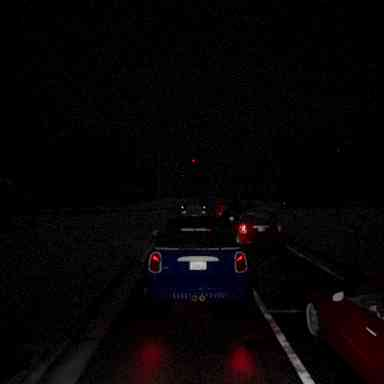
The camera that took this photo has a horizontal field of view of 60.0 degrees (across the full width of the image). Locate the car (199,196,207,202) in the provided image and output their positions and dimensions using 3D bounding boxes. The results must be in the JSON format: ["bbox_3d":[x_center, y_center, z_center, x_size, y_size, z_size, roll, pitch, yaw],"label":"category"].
[{"bbox_3d":[2.676,1.697,84.081,1.887,1.381,4.507,-1,0,0],"label":"car"}]

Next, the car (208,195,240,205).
[{"bbox_3d":[2.640,1.333,25.282,2.192,1.841,5.009,-1,0,0],"label":"car"}]

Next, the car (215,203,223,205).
[{"bbox_3d":[2.640,1.578,19.879,1.947,1.339,4.313,-1,0,0],"label":"car"}]

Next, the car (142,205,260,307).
[{"bbox_3d":[0.075,1.355,8.152,2.097,1.767,4.553,0,0,-1],"label":"car"}]

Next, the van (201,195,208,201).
[{"bbox_3d":[2.655,1.403,51.644,1.690,1.788,3.998,-1,0,0],"label":"van"}]

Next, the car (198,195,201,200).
[{"bbox_3d":[2.658,1.389,57.050,2.192,1.841,5.009,-1,0,0],"label":"car"}]

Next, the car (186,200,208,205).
[{"bbox_3d":[0.117,1.582,25.575,1.994,1.385,4.181,0,0,-1],"label":"car"}]

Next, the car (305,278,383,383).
[{"bbox_3d":[2.631,1.583,3.672,1.802,1.307,4.206,-1,0,0],"label":"car"}]

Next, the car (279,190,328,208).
[{"bbox_3d":[13.368,0.870,39.980,5.566,2.045,2.150,-1,1,0],"label":"car"}]

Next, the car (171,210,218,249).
[{"bbox_3d":[0.103,1.609,15.562,1.895,1.301,4.718,0,0,0],"label":"car"}]

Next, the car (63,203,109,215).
[{"bbox_3d":[-11.705,1.929,37.021,4.718,1.301,1.895,-2,1,0],"label":"car"}]

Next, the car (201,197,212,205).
[{"bbox_3d":[2.665,1.670,62.455,1.802,1.307,4.206,-1,0,0],"label":"car"}]

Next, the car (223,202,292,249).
[{"bbox_3d":[2.636,1.447,14.477,1.967,1.590,4.097,-1,0,0],"label":"car"}]
